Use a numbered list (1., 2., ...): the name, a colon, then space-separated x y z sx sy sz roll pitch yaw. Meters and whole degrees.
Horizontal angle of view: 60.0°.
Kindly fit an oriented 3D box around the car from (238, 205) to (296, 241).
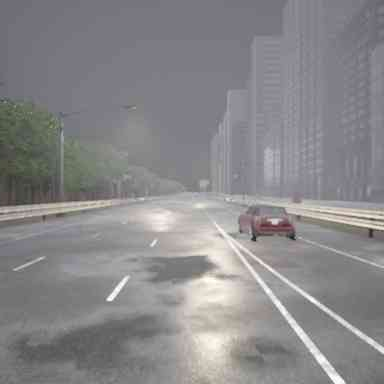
1. car: 3.748 1.442 17.441 2.097 1.767 4.553 0 0 -2
